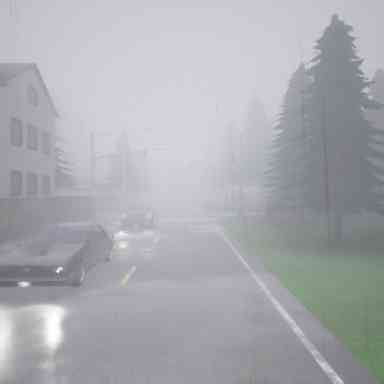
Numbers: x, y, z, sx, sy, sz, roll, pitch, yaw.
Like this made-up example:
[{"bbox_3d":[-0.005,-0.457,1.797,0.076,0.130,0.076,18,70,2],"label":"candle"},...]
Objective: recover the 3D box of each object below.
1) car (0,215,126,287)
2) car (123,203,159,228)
[{"bbox_3d":[-3.608,1.629,9.830,2.033,1.411,5.357,0,0,0],"label":"car"},{"bbox_3d":[-3.550,1.577,23.216,2.097,1.767,4.553,0,0,0],"label":"car"}]
